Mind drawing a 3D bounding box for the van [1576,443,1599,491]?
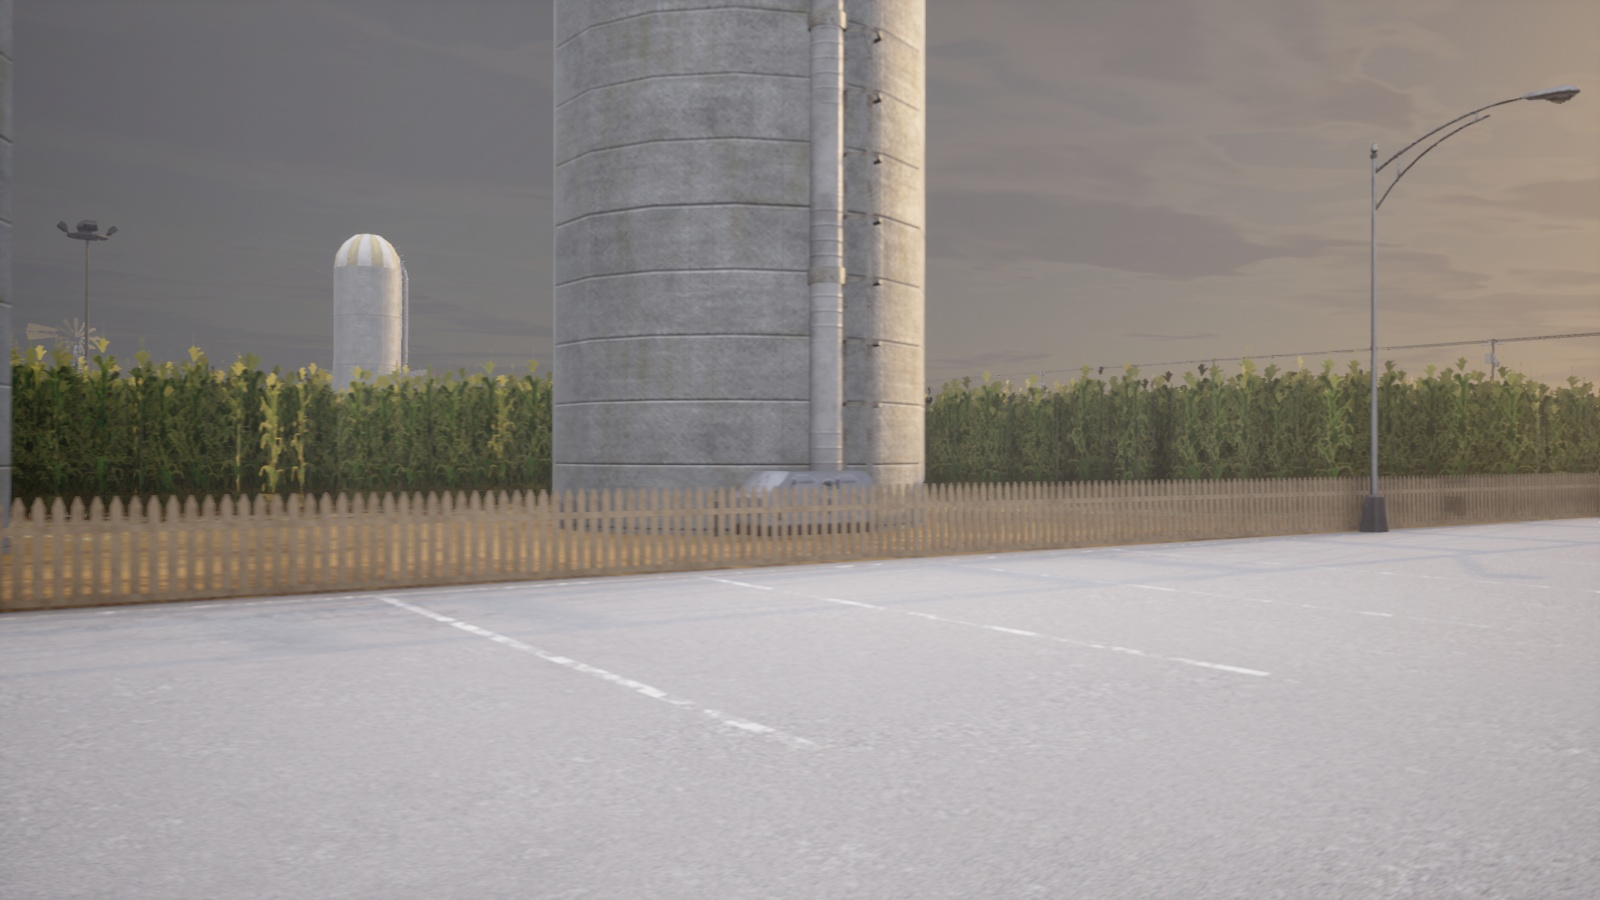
[{"bbox_3d":[34.767,0.687,51.698,1.775,1.987,4.442,0,0,-35],"label":"van"}]
